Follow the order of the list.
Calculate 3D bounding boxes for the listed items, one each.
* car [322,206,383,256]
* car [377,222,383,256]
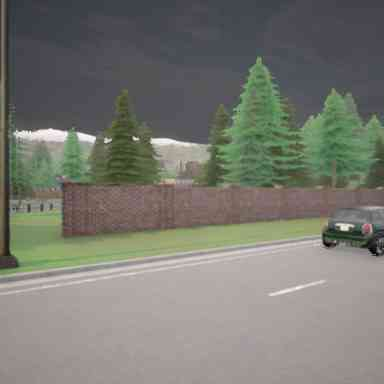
[{"bbox_3d":[7.279,1.345,13.296,4.553,1.767,2.097,0,0,-35],"label":"car"},{"bbox_3d":[7.607,1.542,9.255,5.357,1.411,2.033,0,0,-35],"label":"car"}]
